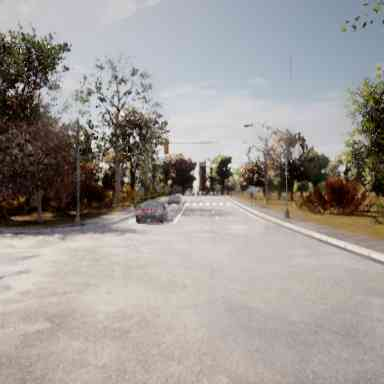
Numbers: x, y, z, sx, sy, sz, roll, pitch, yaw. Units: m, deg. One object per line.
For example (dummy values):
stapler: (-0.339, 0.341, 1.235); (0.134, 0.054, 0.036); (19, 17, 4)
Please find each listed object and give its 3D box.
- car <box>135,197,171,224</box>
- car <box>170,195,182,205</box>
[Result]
car: (-3.086, 1.454, 26.155); (2.097, 1.767, 4.553); (0, 0, 1)
car: (-2.593, 1.210, 50.675); (1.837, 1.490, 4.892); (0, 2, 1)
